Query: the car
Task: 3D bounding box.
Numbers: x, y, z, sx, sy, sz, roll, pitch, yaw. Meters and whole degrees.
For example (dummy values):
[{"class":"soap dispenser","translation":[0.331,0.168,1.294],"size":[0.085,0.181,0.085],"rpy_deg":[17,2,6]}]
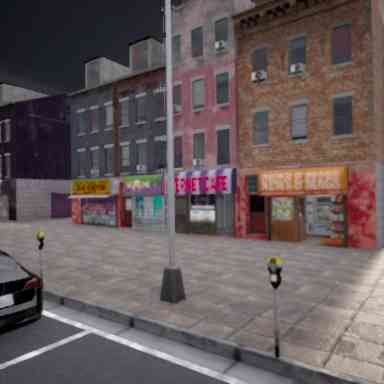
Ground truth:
[{"class":"car","translation":[-4.412,1.632,5.970],"size":[4.313,1.339,1.947],"rpy_deg":[-1,-1,36]}]
